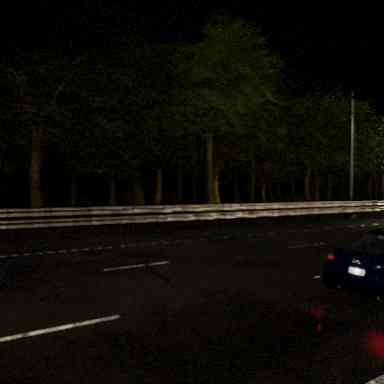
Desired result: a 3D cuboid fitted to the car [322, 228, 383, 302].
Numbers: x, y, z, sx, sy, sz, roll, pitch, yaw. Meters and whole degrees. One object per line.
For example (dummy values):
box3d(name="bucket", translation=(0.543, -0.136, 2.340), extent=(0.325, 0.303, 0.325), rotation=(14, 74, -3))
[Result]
box3d(name="car", translation=(4.973, 1.540, 7.611), extent=(4.181, 1.385, 1.994), rotation=(0, 0, -31))
